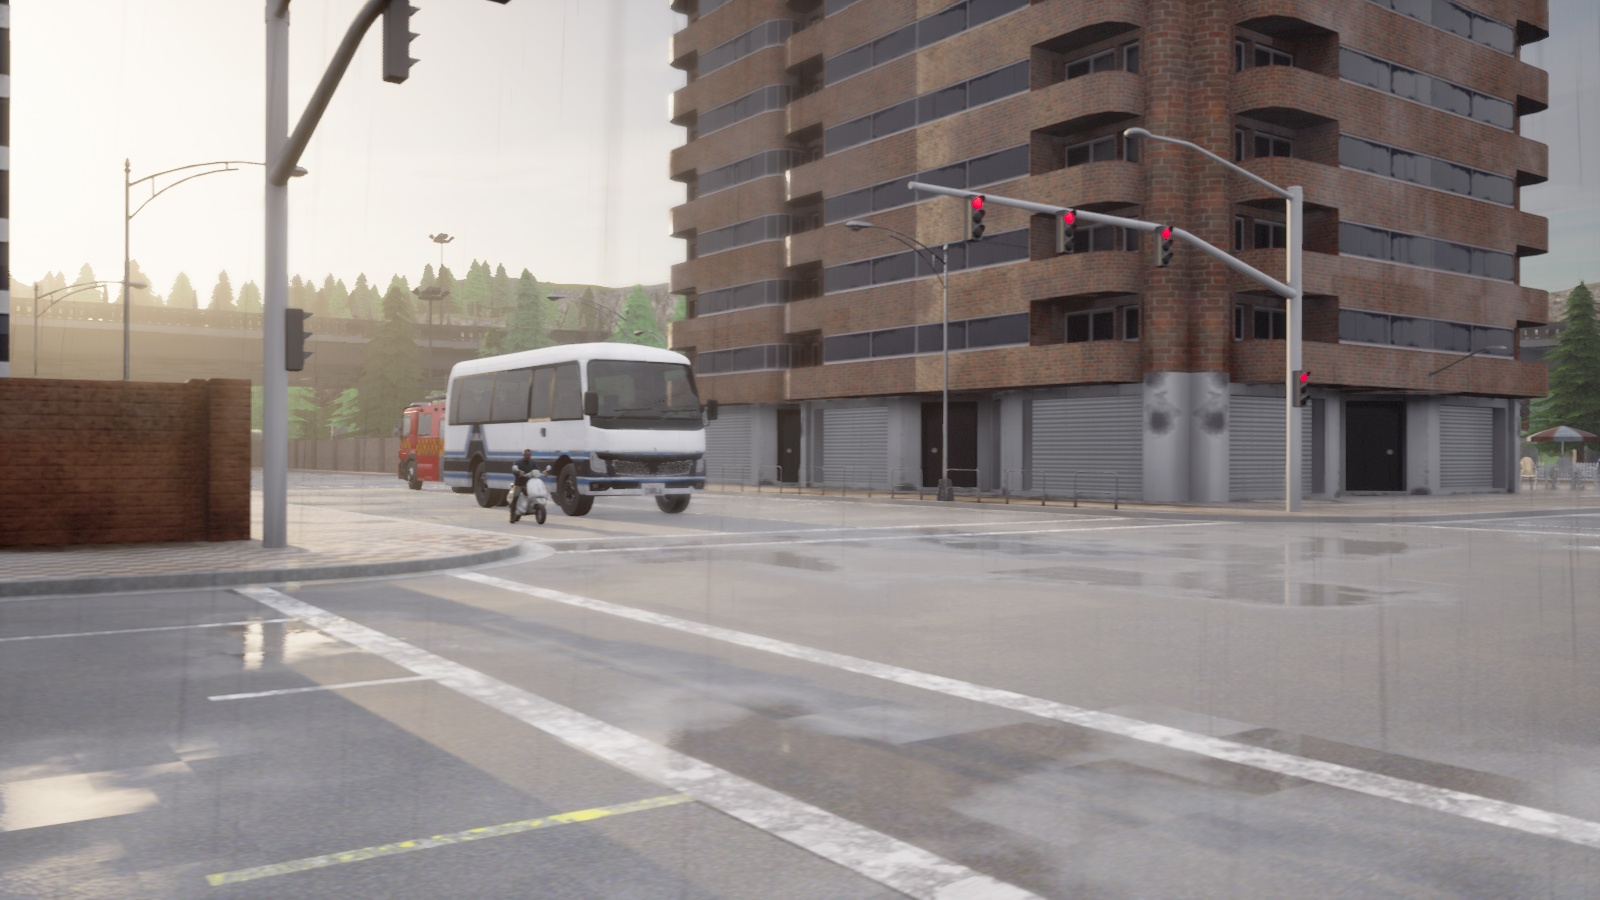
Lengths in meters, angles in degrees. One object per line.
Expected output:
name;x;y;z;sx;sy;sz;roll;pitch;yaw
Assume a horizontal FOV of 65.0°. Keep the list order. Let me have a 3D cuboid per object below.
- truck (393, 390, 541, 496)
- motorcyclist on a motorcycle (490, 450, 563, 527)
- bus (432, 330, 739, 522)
truck;-13.278;-0.244;49.442;2.891;3.827;8.468;0;0;-35
motorcyclist on a motorcycle;-5.827;0.792;26.698;0.866;1.590;1.817;0;0;-35
bus;-6.014;-0.517;33.046;3.944;4.253;10.273;0;0;-35
